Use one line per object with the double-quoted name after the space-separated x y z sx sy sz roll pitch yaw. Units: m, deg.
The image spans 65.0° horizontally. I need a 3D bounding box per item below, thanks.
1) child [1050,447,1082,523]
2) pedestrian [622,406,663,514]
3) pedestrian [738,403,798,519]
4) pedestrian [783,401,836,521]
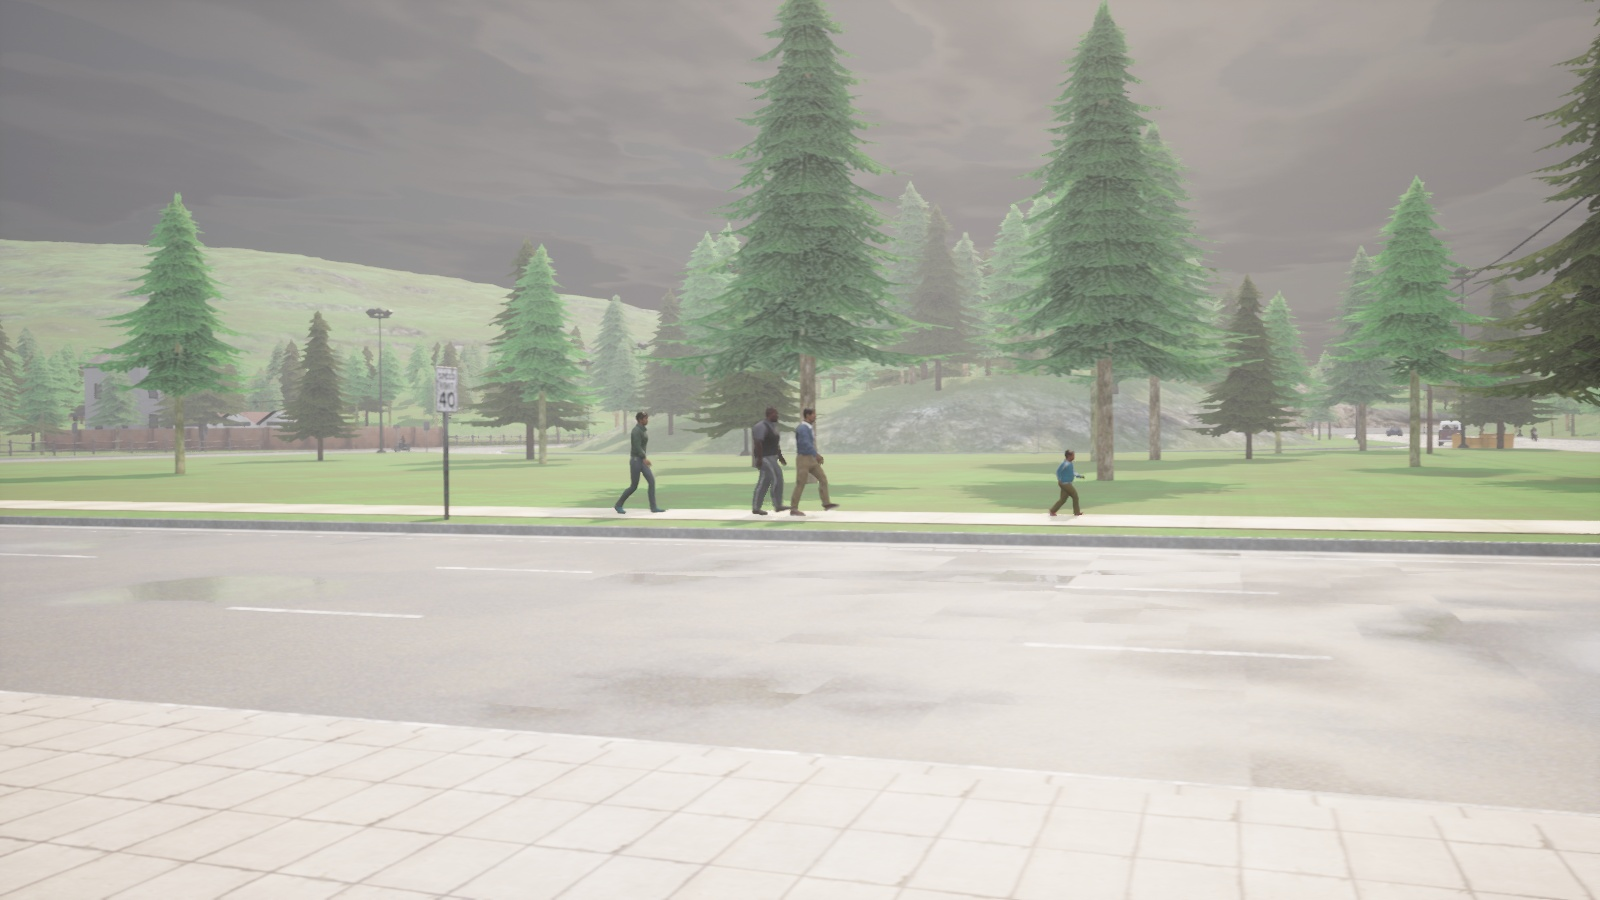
4.265 0.555 20.125 0.448 1.192 0.343 0 1 19 "child"
-2.726 0.160 21.720 0.614 1.847 0.353 0 1 16 "pedestrian"
-0.521 0.170 20.853 0.849 1.883 0.563 0 1 19 "pedestrian"
0.156 0.172 20.659 0.788 1.949 0.423 0 1 18 "pedestrian"
